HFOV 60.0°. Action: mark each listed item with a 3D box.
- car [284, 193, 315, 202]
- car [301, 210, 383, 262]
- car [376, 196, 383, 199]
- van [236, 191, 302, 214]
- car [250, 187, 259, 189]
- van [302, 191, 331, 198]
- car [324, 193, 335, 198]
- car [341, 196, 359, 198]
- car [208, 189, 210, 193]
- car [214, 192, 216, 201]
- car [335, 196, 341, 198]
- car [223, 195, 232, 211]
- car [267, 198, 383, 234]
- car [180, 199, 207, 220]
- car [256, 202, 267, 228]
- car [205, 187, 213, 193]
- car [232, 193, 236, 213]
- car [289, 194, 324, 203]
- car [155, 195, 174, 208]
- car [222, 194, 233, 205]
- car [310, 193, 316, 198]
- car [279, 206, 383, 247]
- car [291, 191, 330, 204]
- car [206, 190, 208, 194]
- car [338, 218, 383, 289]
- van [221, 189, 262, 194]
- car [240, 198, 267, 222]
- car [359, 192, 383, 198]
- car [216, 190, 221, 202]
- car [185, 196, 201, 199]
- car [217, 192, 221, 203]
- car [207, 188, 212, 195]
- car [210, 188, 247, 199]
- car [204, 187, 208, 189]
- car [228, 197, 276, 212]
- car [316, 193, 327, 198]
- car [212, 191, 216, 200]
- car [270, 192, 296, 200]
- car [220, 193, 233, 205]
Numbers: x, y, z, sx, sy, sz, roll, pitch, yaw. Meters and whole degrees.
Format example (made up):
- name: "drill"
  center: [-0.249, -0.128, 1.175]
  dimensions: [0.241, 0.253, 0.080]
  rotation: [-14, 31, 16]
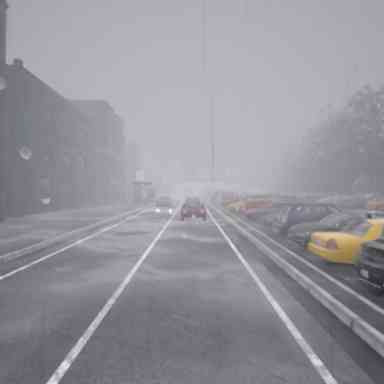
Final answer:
- name: "car"
  center: [19.412, 1.054, 60.133]
  dimensions: [5.008, 1.535, 2.097]
  rotation: [0, 1, 0]
- name: "car"
  center: [6.327, 1.458, 9.920]
  dimensions: [5.366, 1.575, 1.946]
  rotation: [0, 0, 0]
- name: "car"
  center: [19.300, 1.359, 29.377]
  dimensions: [4.674, 1.452, 2.002]
  rotation: [0, 0, 0]
- name: "van"
  center: [6.089, 1.115, 26.682]
  dimensions: [4.442, 1.987, 1.878]
  rotation: [0, 0, 0]
- name: "car"
  center: [19.733, 0.142, 93.454]
  dimensions: [5.366, 1.575, 1.946]
  rotation: [0, 3, 0]
- name: "van"
  center: [19.268, 0.904, 51.654]
  dimensions: [4.442, 1.987, 1.878]
  rotation: [0, 1, 0]
- name: "car"
  center: [19.347, 1.228, 40.516]
  dimensions: [4.892, 1.521, 2.231]
  rotation: [0, 0, 0]
- name: "car"
  center: [19.291, 1.023, 34.944]
  dimensions: [5.566, 2.045, 2.435]
  rotation: [0, 0, 0]
- name: "car"
  center: [6.422, 0.702, 73.953]
  dimensions: [4.553, 1.767, 2.185]
  rotation: [0, 1, 0]
- name: "car"
  center: [6.490, 1.127, 51.669]
  dimensions: [5.366, 1.575, 1.946]
  rotation: [0, 1, 0]
- name: "car"
  center: [19.358, 1.281, 37.733]
  dimensions: [4.792, 1.488, 2.163]
  rotation: [0, 0, 0]
- name: "car"
  center: [6.043, 1.294, 32.188]
  dimensions: [5.366, 1.575, 1.946]
  rotation: [0, 0, 0]
- name: "car"
  center: [6.132, 1.298, 15.487]
  dimensions: [4.553, 1.767, 2.185]
  rotation: [0, 0, 0]
- name: "car"
  center: [0.108, 1.429, 25.798]
  dimensions: [1.895, 1.301, 4.718]
  rotation: [0, 0, 0]
- name: "car"
  center: [6.177, 1.443, 18.271]
  dimensions: [4.674, 1.452, 2.002]
  rotation: [0, 0, 0]
- name: "car"
  center: [6.403, 0.368, 85.090]
  dimensions: [4.553, 1.767, 2.185]
  rotation: [0, 2, 0]
- name: "car"
  center: [6.186, 1.193, 29.403]
  dimensions: [4.553, 1.767, 2.185]
  rotation: [0, 0, 0]
- name: "car"
  center: [19.591, 1.077, 57.224]
  dimensions: [5.366, 1.575, 1.946]
  rotation: [0, 1, 0]
- name: "car"
  center: [-3.349, 1.208, 41.121]
  dimensions: [1.837, 1.490, 4.892]
  rotation: [0, 1, 0]
- name: "car"
  center: [6.245, 1.251, 37.754]
  dimensions: [5.008, 1.535, 2.097]
  rotation: [0, 0, 0]
- name: "car"
  center: [19.365, 1.220, 46.086]
  dimensions: [4.674, 1.452, 2.002]
  rotation: [0, 1, 0]
- name: "car"
  center: [6.159, 1.443, 12.704]
  dimensions: [4.892, 1.521, 2.231]
  rotation: [0, 0, 0]
- name: "car"
  center: [19.367, 0.854, 54.438]
  dimensions: [5.566, 2.045, 2.435]
  rotation: [0, 1, 0]
- name: "car"
  center: [6.442, 0.707, 79.523]
  dimensions: [4.792, 1.488, 2.163]
  rotation: [0, 2, 0]
- name: "car"
  center: [6.124, 1.481, 7.138]
  dimensions: [4.892, 1.521, 2.231]
  rotation: [0, 0, 0]
- name: "van"
  center: [6.388, 0.978, 43.318]
  dimensions: [4.442, 1.987, 1.878]
  rotation: [0, 0, 0]
- name: "car"
  center: [6.167, 1.392, 23.837]
  dimensions: [4.792, 1.488, 2.163]
  rotation: [0, 0, 0]
- name: "car"
  center: [19.277, 1.171, 32.161]
  dimensions: [4.553, 1.767, 2.185]
  rotation: [0, 0, 0]
- name: "car"
  center: [6.263, 1.029, 49.011]
  dimensions: [4.553, 1.767, 2.185]
  rotation: [0, 1, 0]
- name: "car"
  center: [0.092, 1.191, 41.547]
  dimensions: [2.128, 1.511, 4.902]
  rotation: [0, 1, 0]
- name: "car"
  center: [6.289, 1.181, 46.104]
  dimensions: [4.892, 1.521, 2.231]
  rotation: [0, 0, 0]
- name: "car"
  center: [6.433, 0.632, 76.732]
  dimensions: [4.553, 1.767, 2.185]
  rotation: [0, 1, 0]
- name: "car"
  center: [6.354, 0.829, 57.234]
  dimensions: [5.566, 2.045, 2.435]
  rotation: [0, 1, 0]
- name: "car"
  center: [6.461, 0.149, 93.448]
  dimensions: [4.892, 1.521, 2.231]
  rotation: [0, 3, 0]
- name: "car"
  center: [6.242, 1.315, 34.970]
  dimensions: [4.674, 1.452, 2.002]
  rotation: [0, 0, 0]
- name: "car"
  center: [19.357, 1.204, 43.301]
  dimensions: [5.008, 1.535, 2.097]
  rotation: [0, 0, 0]
- name: "car"
  center: [6.310, 1.105, 54.453]
  dimensions: [5.008, 1.535, 2.097]
  rotation: [0, 1, 0]
- name: "car"
  center: [19.466, 0.885, 71.288]
  dimensions: [5.008, 1.535, 2.097]
  rotation: [0, 1, 0]
- name: "car"
  center: [6.266, 1.228, 40.537]
  dimensions: [5.008, 1.535, 2.097]
  rotation: [0, 0, 0]
